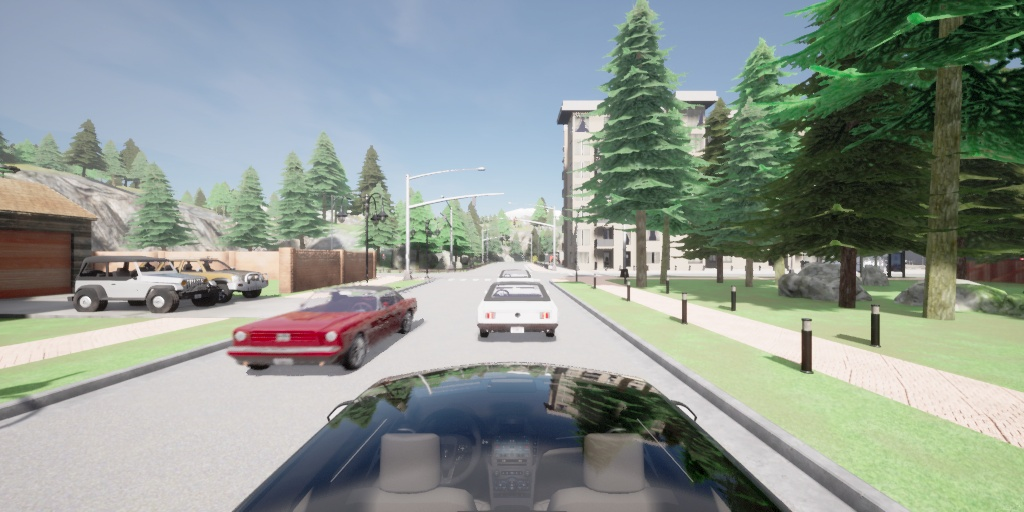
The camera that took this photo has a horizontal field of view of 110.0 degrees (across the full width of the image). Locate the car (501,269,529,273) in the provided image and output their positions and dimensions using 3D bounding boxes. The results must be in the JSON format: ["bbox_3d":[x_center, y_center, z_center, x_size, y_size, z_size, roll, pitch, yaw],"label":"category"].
[{"bbox_3d":[0.167,1.351,19.359,1.895,1.301,4.718,0,0,0],"label":"car"}]

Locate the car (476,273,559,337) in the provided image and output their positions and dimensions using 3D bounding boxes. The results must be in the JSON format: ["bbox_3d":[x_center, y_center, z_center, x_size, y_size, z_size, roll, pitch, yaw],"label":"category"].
[{"bbox_3d":[0.134,1.351,10.192,1.895,1.301,4.718,0,0,0],"label":"car"}]

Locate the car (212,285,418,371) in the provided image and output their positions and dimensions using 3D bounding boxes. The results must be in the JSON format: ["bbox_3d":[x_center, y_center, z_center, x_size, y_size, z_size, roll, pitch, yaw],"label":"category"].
[{"bbox_3d":[-3.571,1.351,7.824,1.895,1.301,4.718,0,0,0],"label":"car"}]
